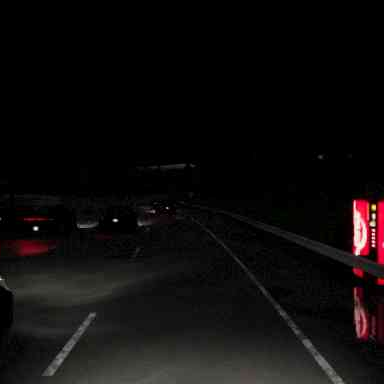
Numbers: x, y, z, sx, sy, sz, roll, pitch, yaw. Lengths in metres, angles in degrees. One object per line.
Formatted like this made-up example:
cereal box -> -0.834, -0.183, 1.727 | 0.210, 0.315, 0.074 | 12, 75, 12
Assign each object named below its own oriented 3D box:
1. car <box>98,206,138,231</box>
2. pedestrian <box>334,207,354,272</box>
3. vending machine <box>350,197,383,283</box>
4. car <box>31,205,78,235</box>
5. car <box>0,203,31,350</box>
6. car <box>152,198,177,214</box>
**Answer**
car -> -4.451, 1.564, 20.475 | 1.994, 1.385, 4.181 | 0, 0, -5
pedestrian -> 4.288, 1.294, 9.380 | 0.375, 1.860, 0.375 | 0, 0, -2
vending machine -> 4.854, 1.195, 8.631 | 1.100, 2.100, 0.880 | 0, 0, -2
car -> -7.799, 1.505, 18.594 | 1.837, 1.490, 4.892 | 0, 0, -5
car -> -3.457, 1.222, 2.064 | 2.150, 2.045, 5.566 | 0, 0, 0
car -> -2.794, 1.564, 34.951 | 1.994, 1.385, 4.181 | 0, 0, -10
